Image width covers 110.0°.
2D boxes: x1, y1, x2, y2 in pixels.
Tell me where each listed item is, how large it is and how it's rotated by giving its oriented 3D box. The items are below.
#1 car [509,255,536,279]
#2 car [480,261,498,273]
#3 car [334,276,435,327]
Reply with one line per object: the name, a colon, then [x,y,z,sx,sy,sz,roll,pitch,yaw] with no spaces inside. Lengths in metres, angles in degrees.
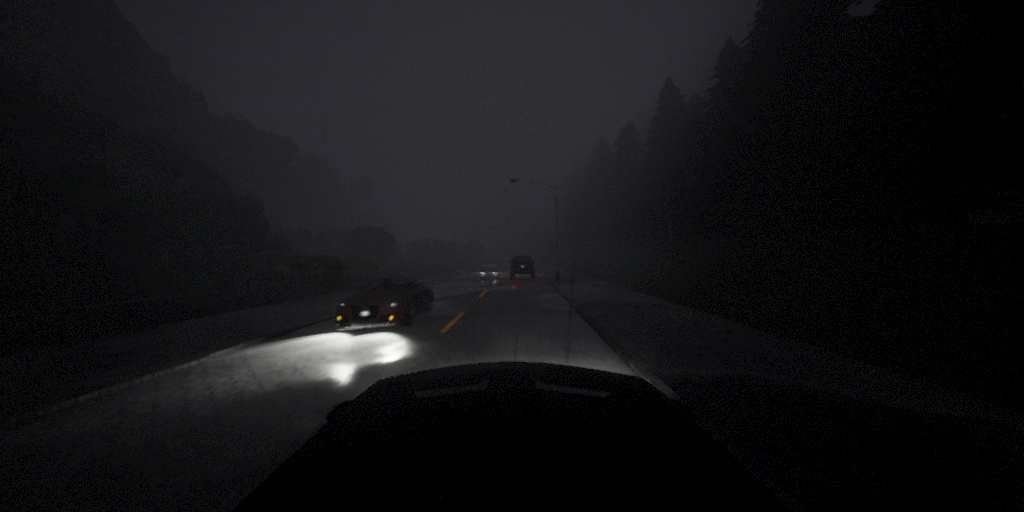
car: [0.957,0.969,32.602,2.150,2.045,5.566,0,0,2]
car: [-2.828,1.302,45.136,1.812,1.442,4.674,0,0,2]
car: [-3.870,1.342,11.563,1.994,1.385,4.181,0,0,2]
